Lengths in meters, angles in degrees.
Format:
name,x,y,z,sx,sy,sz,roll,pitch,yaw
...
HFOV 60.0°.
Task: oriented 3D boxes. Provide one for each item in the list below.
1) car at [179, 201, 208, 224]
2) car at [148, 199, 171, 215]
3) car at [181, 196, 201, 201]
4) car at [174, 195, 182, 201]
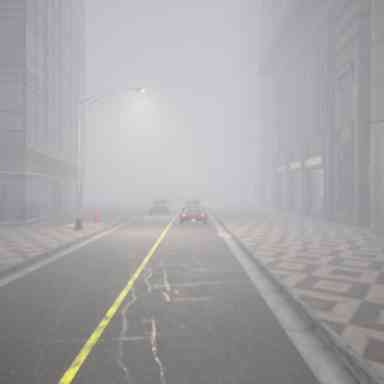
name,x,y,z,sx,sy,sz,roll,pitch,yaw
car,0.107,1.555,23.865,1.895,1.301,4.718,0,0,0
car,-3.088,1.442,32.531,1.837,1.490,4.892,0,0,0
car,0.110,1.412,41.775,2.128,1.511,4.902,0,0,0
car,-2.982,1.357,73.843,1.994,1.385,4.181,0,0,0
